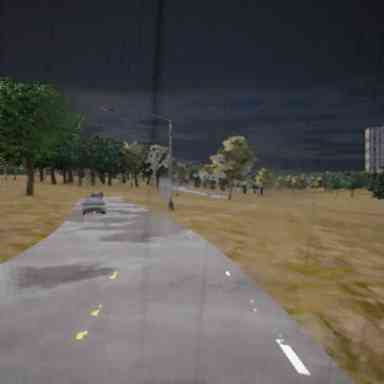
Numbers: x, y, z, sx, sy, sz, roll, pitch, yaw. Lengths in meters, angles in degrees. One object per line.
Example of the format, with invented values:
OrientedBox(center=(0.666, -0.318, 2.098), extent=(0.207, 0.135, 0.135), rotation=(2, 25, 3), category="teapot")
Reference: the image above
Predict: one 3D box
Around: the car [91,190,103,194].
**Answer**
OrientedBox(center=(-19.377, 0.392, 67.882), extent=(1.882, 1.535, 5.008), rotation=(0, 0, -5), category="car")

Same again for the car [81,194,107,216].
OrientedBox(center=(-8.235, 1.139, 27.938), extent=(2.033, 1.411, 5.357), rotation=(0, 1, -17), category="car")
